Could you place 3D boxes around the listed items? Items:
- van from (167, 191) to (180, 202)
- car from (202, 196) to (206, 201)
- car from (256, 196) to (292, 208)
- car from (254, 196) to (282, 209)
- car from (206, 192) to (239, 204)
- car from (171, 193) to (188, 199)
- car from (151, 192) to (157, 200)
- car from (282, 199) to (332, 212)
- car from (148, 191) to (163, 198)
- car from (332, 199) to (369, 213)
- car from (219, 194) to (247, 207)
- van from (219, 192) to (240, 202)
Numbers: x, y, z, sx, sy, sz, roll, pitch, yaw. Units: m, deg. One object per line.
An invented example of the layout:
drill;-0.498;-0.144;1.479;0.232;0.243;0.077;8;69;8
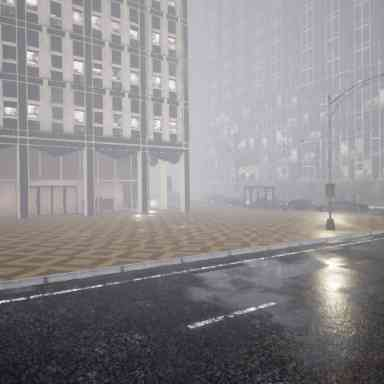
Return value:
van;-3.393;0.937;59.877;1.690;1.788;3.998;0;1;-34
car;3.536;1.043;64.591;1.802;1.307;4.206;0;1;-34
car;10.688;1.275;43.763;1.812;1.442;4.674;-1;1;-34
car;9.298;1.388;41.021;1.802;1.307;4.206;0;1;-34
car;4.862;1.159;52.356;1.837;1.490;4.892;-1;1;-34
car;-2.857;0.936;73.991;1.802;1.307;4.206;0;1;-34
car;-9.787;1.039;69.279;2.008;1.369;4.403;0;1;-34
car;12.481;1.423;36.309;1.947;1.339;4.313;0;1;-34
car;-9.250;0.686;83.388;1.967;1.590;4.097;0;1;-34
car;16.427;1.405;35.328;1.994;1.385;4.181;-1;1;-34
car;6.151;1.319;45.753;1.947;1.339;4.313;0;1;-34
van;6.732;0.855;59.889;1.690;1.788;3.998;0;1;-34
